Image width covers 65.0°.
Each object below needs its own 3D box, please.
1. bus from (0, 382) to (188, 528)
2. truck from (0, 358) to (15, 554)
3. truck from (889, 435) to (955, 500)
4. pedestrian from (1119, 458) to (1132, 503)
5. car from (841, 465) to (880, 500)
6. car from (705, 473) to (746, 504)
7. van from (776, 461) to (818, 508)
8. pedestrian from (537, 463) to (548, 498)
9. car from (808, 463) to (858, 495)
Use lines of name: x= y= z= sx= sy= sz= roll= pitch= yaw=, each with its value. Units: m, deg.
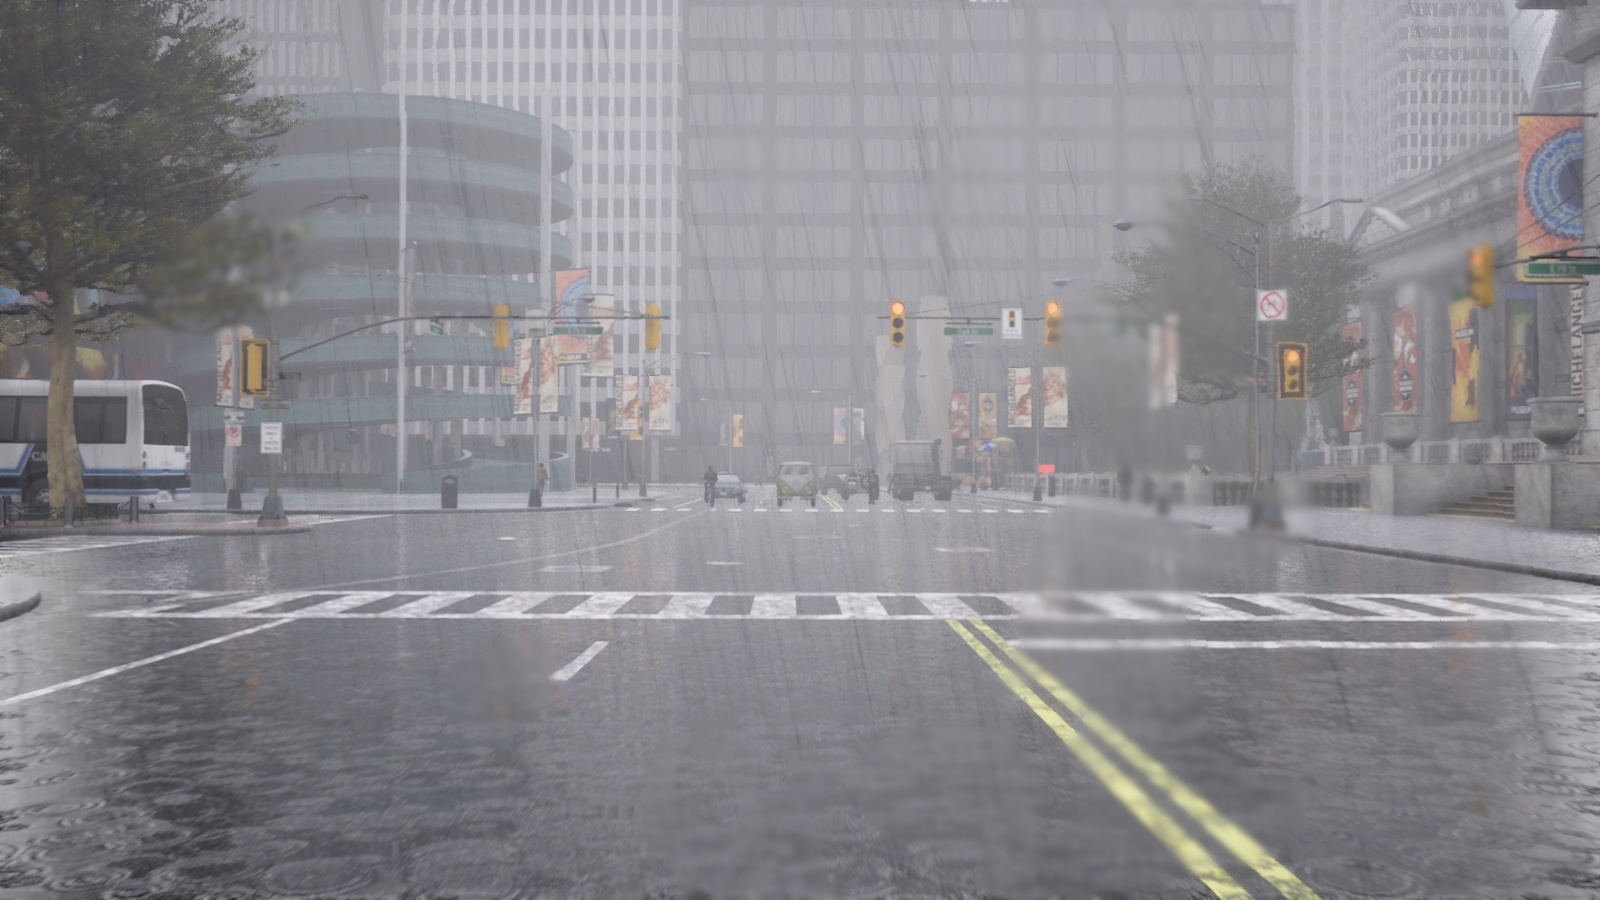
bus: x=-24.905 y=0.179 z=38.528 sx=10.273 sy=4.253 sz=3.944 roll=0 pitch=-1 yaw=0
truck: x=-19.869 y=0.120 z=23.556 sx=8.468 sy=3.827 sz=2.891 roll=0 pitch=-1 yaw=0
truck: x=6.784 y=0.988 z=70.878 sx=2.891 sy=3.462 sz=7.936 roll=0 pitch=-1 yaw=0
pedestrian: x=14.115 y=1.321 z=54.439 sx=0.395 sy=1.930 sz=0.692 roll=0 pitch=-1 yaw=1
car: x=3.290 y=1.767 z=68.984 sx=1.932 sy=1.855 sz=4.605 roll=0 pitch=-1 yaw=0
car: x=-3.658 y=1.896 z=62.535 sx=1.812 sy=1.442 sz=4.674 roll=0 pitch=-1 yaw=0
van: x=-0.136 y=1.495 z=55.710 sx=1.775 sy=1.987 sz=4.442 roll=0 pitch=-1 yaw=0
pedestrian: x=-13.675 y=1.636 z=66.649 sx=0.431 sy=1.840 sz=0.709 roll=0 pitch=-1 yaw=-2
car: x=2.181 y=1.927 z=84.254 sx=2.150 sy=2.045 sz=5.566 roll=0 pitch=-1 yaw=-11
